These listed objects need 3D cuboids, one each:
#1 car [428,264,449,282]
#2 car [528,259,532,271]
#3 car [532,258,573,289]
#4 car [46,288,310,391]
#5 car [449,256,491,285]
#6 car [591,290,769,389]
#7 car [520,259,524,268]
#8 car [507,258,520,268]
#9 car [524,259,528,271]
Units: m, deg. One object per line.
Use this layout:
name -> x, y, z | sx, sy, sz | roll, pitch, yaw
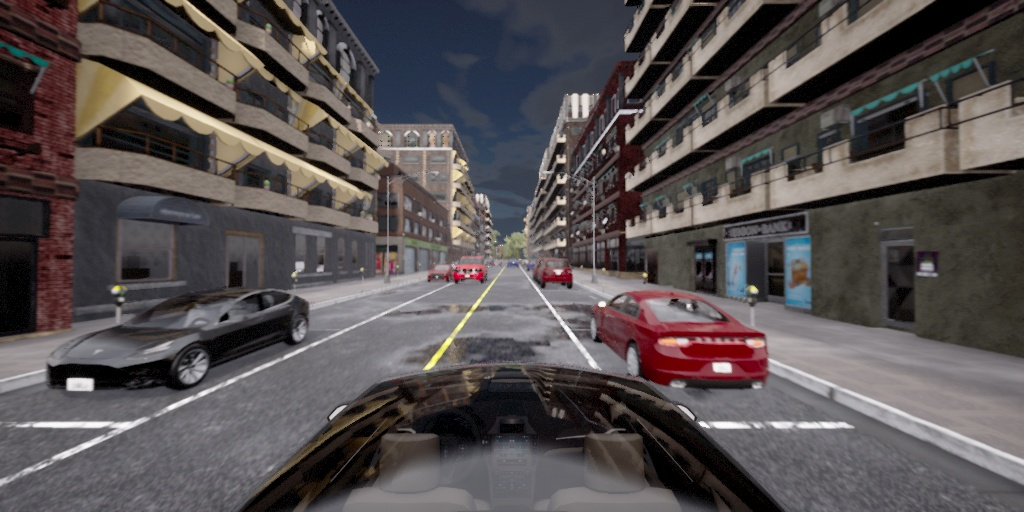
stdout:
car -> -5.638, 1.339, 29.180 | 1.888, 1.381, 4.507 | 0, 0, 0
car -> 2.742, 1.108, 29.124 | 2.192, 1.841, 5.009 | 0, 0, 0
car -> 2.732, 1.099, 23.553 | 2.192, 1.841, 5.009 | 0, 0, 0
car -> -5.681, 1.324, 6.895 | 1.948, 1.339, 4.313 | 0, 0, 0
car -> -3.052, 1.012, 27.374 | 2.150, 2.045, 5.566 | 0, 0, 0
car -> 2.700, 1.303, 6.840 | 1.888, 1.381, 4.507 | 0, 0, 0
car -> 2.806, 1.400, 62.551 | 2.007, 1.370, 4.403 | 0, 0, 0
car -> 0.147, 1.214, 64.771 | 2.097, 1.767, 4.553 | 0, 0, -3
car -> 3.090, 1.179, 49.574 | 2.097, 1.767, 4.553 | 0, 0, 0
